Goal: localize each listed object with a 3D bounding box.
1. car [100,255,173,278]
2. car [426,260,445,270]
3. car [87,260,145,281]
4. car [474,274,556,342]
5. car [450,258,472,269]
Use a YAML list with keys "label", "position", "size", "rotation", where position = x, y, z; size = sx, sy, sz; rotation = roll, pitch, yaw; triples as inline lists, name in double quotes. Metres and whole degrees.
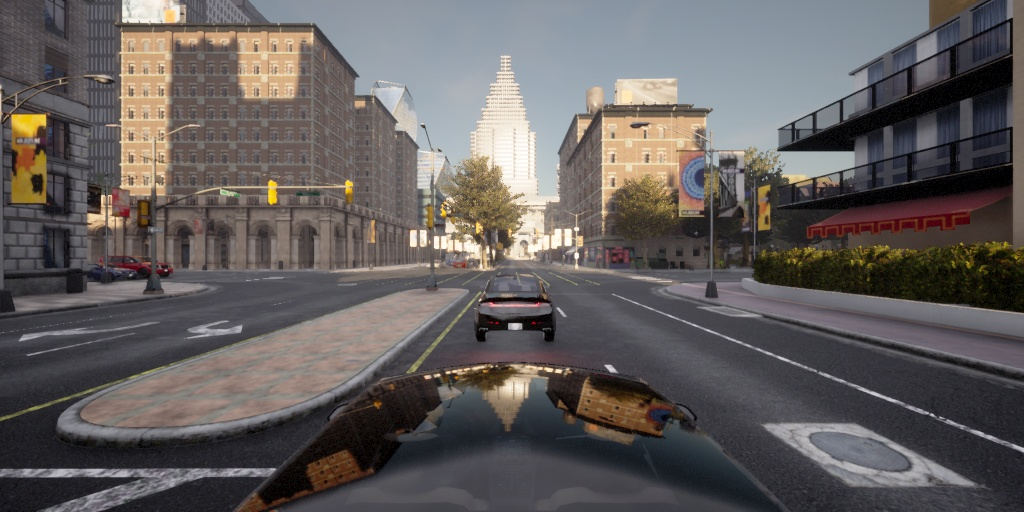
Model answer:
- label: "car"
  position: [-34.439, 0.971, 32.738]
  size: [5.566, 2.045, 2.150]
  rotation: [0, 0, -2]
- label: "car"
  position: [-11.563, 1.351, 54.275]
  size: [1.895, 1.301, 4.718]
  rotation: [0, 0, 0]
- label: "car"
  position: [-33.439, 1.276, 29.249]
  size: [4.674, 1.442, 1.812]
  rotation: [0, 0, 0]
- label: "car"
  position: [0.080, 1.242, 9.827]
  size: [2.128, 1.511, 4.902]
  rotation: [0, 0, 0]
- label: "car"
  position: [-8.062, 1.227, 56.948]
  size: [1.882, 1.535, 5.008]
  rotation: [0, 0, 0]
